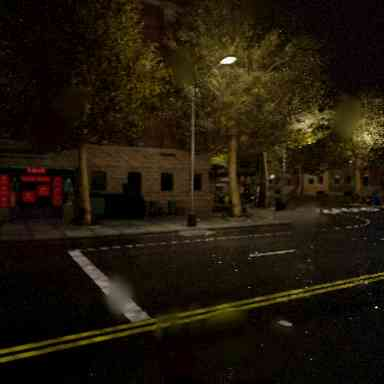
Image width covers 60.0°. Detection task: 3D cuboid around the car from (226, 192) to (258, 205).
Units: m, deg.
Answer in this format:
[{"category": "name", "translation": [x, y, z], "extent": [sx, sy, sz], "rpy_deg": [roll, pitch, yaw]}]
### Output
[{"category": "car", "translation": [6.997, 0.846, 44.113], "extent": [1.837, 1.490, 4.892], "rpy_deg": [0, 1, -29]}]
